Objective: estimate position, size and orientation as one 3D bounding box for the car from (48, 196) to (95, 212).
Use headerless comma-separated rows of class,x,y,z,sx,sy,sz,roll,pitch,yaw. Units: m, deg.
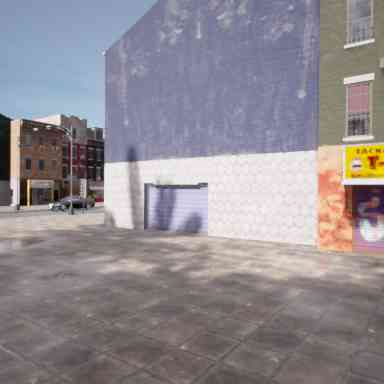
car,-12.369,1.182,34.426,2.128,1.511,4.902,1,1,36
